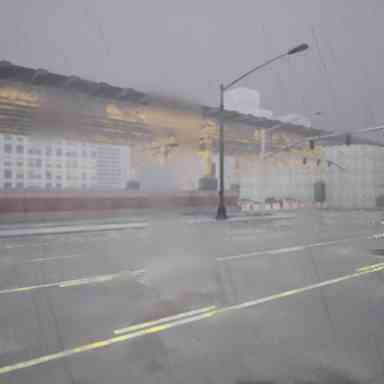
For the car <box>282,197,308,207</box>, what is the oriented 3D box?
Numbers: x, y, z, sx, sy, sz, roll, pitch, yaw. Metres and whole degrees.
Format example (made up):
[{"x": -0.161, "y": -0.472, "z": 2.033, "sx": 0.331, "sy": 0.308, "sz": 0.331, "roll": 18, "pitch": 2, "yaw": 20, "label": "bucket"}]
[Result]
[{"x": 14.885, "y": 1.389, "z": 50.108, "sx": 4.536, "sy": 1.218, "sz": 1.853, "roll": 0, "pitch": 0, "yaw": -7, "label": "car"}]

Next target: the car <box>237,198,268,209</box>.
[{"x": 7.230, "y": 1.367, "z": 43.676, "sx": 4.536, "sy": 1.218, "sz": 1.853, "roll": 0, "pitch": 0, "yaw": 8, "label": "car"}]

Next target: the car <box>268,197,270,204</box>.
[{"x": 7.281, "y": 1.524, "z": 43.669, "sx": 4.974, "sy": 1.542, "sz": 2.038, "roll": 0, "pitch": 0, "yaw": 8, "label": "car"}]

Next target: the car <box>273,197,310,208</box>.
[{"x": 14.936, "y": 1.547, "z": 50.114, "sx": 4.974, "sy": 1.542, "sz": 2.038, "roll": 0, "pitch": 0, "yaw": -7, "label": "car"}]

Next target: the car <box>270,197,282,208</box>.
[{"x": 11.026, "y": 1.535, "z": 46.354, "sx": 2.038, "sy": 1.542, "sz": 4.974, "roll": 0, "pitch": 0, "yaw": 18, "label": "car"}]

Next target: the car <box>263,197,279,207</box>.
[{"x": 11.042, "y": 1.377, "z": 46.404, "sx": 1.853, "sy": 1.218, "sz": 4.536, "roll": 0, "pitch": 0, "yaw": 18, "label": "car"}]
